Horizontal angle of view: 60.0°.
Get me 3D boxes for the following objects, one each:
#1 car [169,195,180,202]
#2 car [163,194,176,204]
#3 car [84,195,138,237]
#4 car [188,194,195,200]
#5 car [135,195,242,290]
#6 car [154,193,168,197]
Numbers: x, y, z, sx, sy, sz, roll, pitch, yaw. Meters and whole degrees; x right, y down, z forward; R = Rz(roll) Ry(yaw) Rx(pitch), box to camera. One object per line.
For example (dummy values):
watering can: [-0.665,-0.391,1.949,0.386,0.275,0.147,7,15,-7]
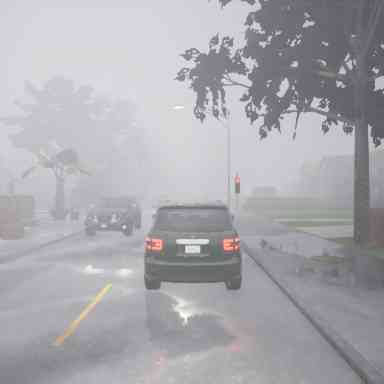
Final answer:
car: [-4.006,1.525,76.905,2.128,1.511,4.902,0,0,0]
car: [-4.067,1.351,61.921,2.097,1.767,4.553,0,0,1]
car: [-4.101,1.221,18.258,2.150,2.045,5.566,0,0,0]
car: [-0.007,1.356,88.183,1.812,1.442,4.674,0,0,0]
car: [0.036,1.221,9.228,2.150,2.045,5.566,0,0,0]
car: [-4.105,1.221,44.510,2.150,2.045,5.566,0,0,0]
